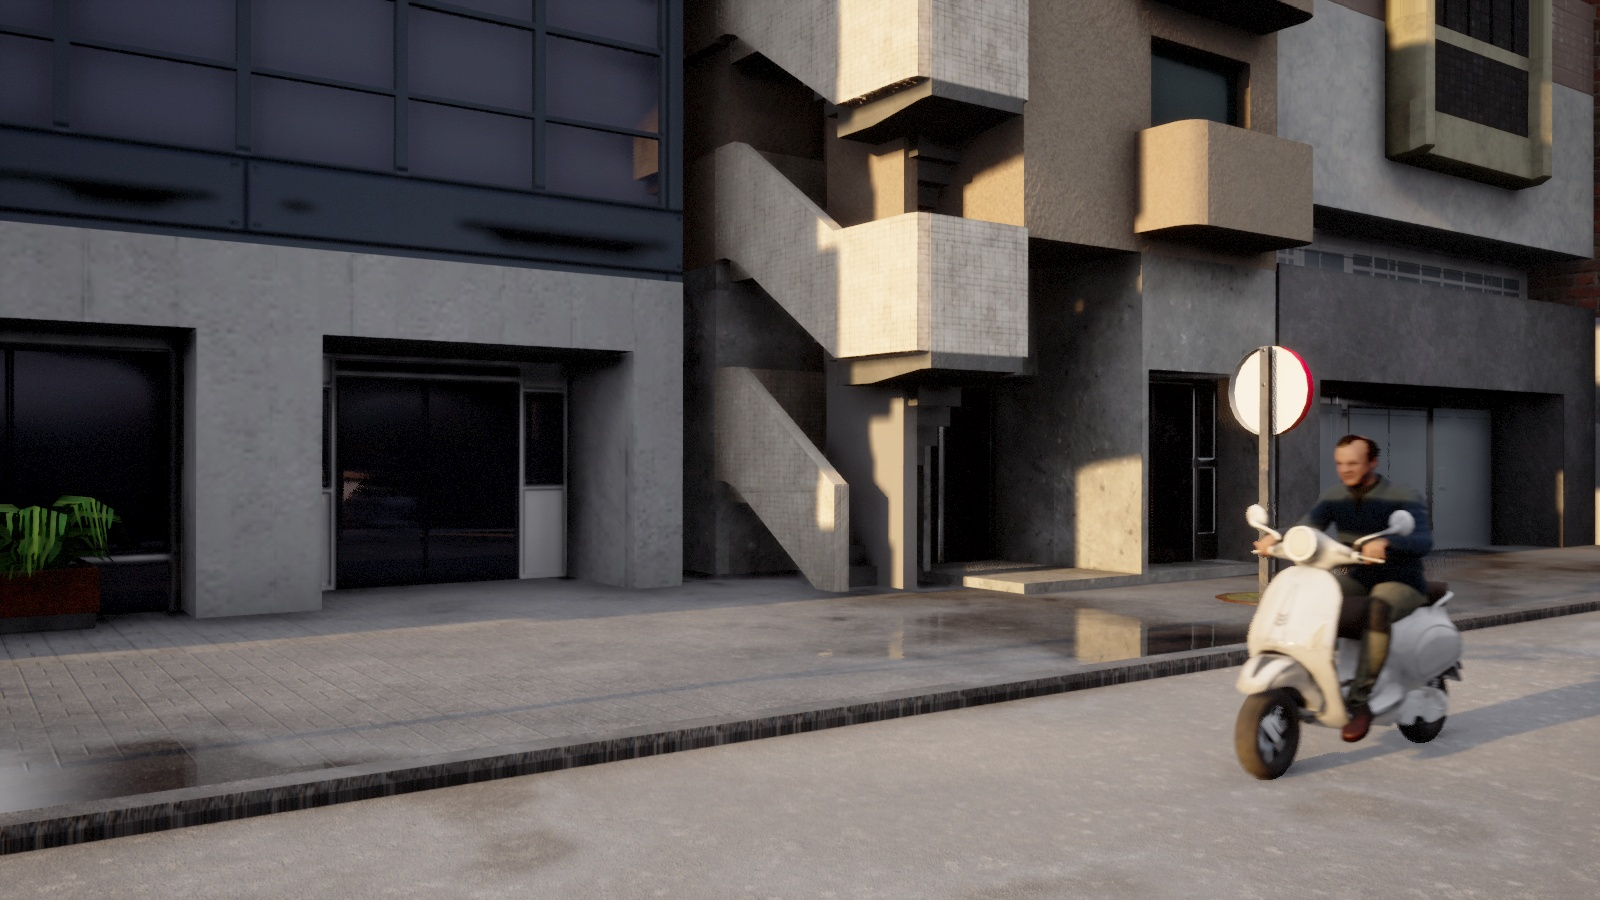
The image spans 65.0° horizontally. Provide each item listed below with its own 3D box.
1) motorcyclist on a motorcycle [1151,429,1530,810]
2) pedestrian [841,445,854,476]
[{"bbox_3d":[2.660,0.708,6.121,1.817,1.590,0.866,0,0,-35],"label":"motorcyclist on a motorcycle"},{"bbox_3d":[2.860,0.625,75.443,0.402,1.842,0.726,0,0,-36],"label":"pedestrian"}]
